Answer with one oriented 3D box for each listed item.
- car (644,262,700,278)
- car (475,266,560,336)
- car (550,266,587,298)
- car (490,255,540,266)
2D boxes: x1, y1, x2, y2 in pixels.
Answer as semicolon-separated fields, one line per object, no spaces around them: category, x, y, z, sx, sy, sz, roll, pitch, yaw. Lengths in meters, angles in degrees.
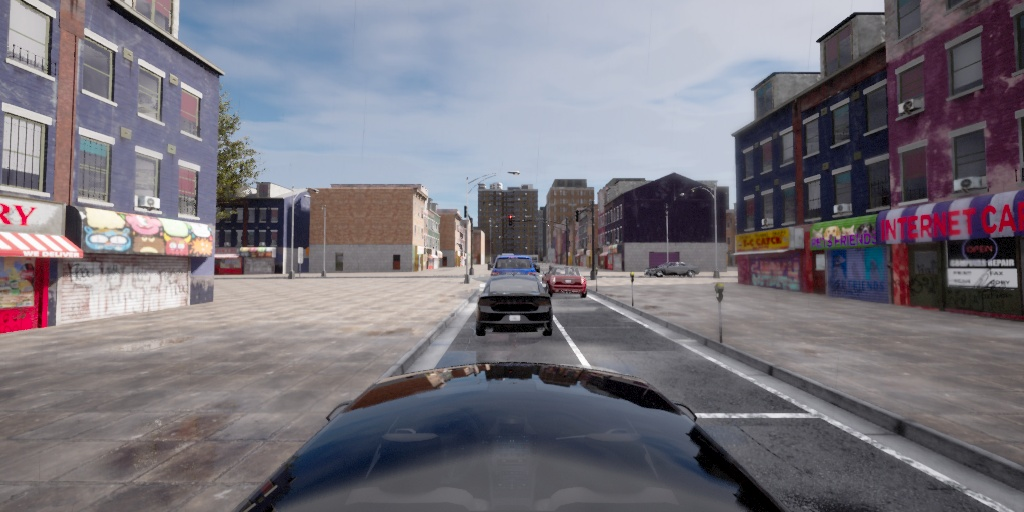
car;14.940;1.314;33.571;4.902;1.511;2.128;0;-2;0
car;0.033;1.235;10.481;1.882;1.535;5.008;0;0;-1
car;2.610;1.210;18.724;1.967;1.591;4.097;0;0;0
car;0.063;0.992;18.035;2.150;2.045;5.566;0;0;0
